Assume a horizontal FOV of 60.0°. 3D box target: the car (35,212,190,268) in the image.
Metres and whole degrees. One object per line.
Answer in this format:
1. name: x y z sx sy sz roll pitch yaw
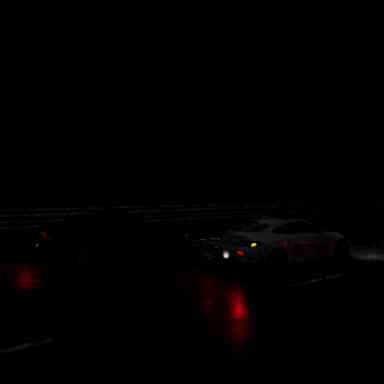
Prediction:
1. car: -2.402 1.386 10.982 5.008 1.535 1.882 0 0 -33

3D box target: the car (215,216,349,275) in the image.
1. car: 2.848 1.466 10.220 4.674 1.442 1.812 0 0 -33
